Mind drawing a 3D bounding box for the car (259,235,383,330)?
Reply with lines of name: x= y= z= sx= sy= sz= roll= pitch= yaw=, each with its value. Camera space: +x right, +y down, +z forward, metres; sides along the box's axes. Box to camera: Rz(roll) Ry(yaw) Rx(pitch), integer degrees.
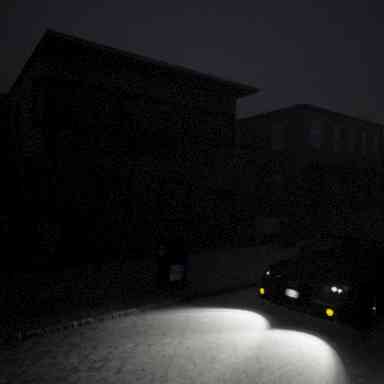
car: x=3.389 y=1.648 z=7.112 sx=4.181 sy=1.385 sz=1.994 roll=1 pitch=-1 yaw=-36
